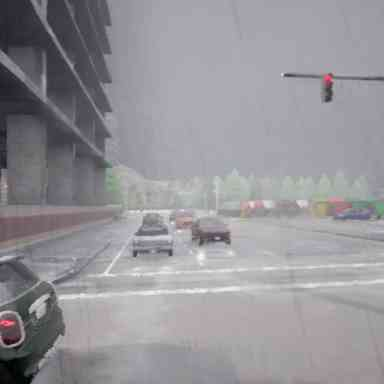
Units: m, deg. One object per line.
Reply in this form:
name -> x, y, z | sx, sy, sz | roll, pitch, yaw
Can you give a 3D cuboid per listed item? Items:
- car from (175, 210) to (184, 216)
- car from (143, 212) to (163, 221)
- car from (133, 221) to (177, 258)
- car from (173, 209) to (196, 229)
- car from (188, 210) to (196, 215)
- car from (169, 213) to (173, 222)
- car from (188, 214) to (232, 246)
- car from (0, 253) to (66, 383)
car -> -3.512, 5.597, 90.048 | 2.033, 1.411, 5.357 | -1, -3, -7
car -> -4.289, 3.043, 36.566 | 2.097, 1.767, 4.553 | -1, -3, -7
car -> -1.927, 2.362, 16.577 | 1.895, 1.301, 4.718 | -1, -3, -6
car -> -0.558, 2.905, 34.810 | 2.097, 1.767, 4.553 | -1, -3, -7
car -> -0.041, 5.543, 90.499 | 1.812, 1.442, 4.674 | -1, -3, -7
car -> -2.516, 3.963, 52.080 | 1.994, 1.385, 4.181 | -1, -3, -7
car -> 1.110, 2.373, 20.755 | 1.882, 1.535, 5.008 | -1, -3, -7
car -> -4.099, 1.629, 4.144 | 4.553, 1.767, 2.097 | -1, -3, -7
